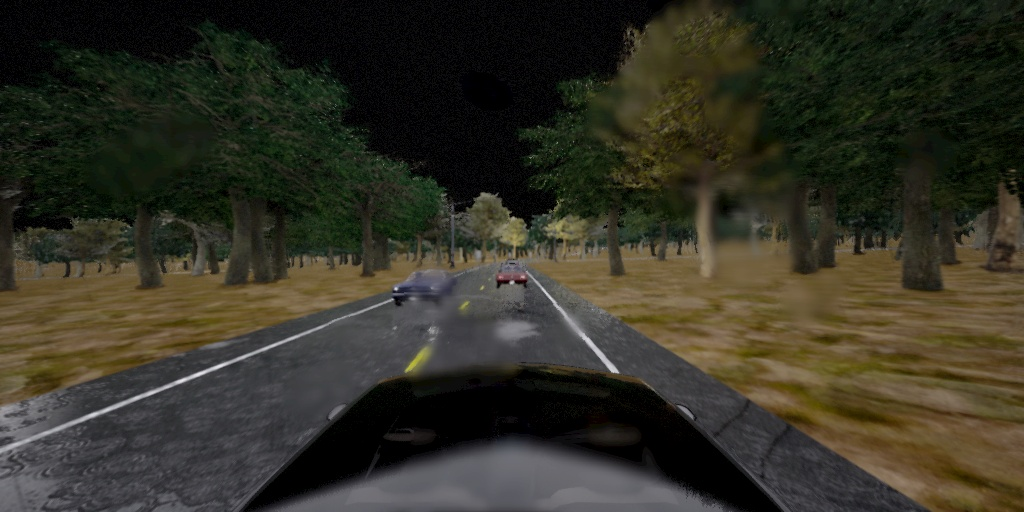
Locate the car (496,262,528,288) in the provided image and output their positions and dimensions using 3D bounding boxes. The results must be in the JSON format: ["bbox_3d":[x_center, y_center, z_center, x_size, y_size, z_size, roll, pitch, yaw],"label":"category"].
[{"bbox_3d":[0.011,1.223,22.543,1.895,1.301,4.718,0,0,0],"label":"car"}]

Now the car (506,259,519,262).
[{"bbox_3d":[0.055,1.076,40.066,1.837,1.490,4.892,0,1,0],"label":"car"}]

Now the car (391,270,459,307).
[{"bbox_3d":[-3.508,1.272,15.208,1.895,1.301,4.718,0,0,0],"label":"car"}]
